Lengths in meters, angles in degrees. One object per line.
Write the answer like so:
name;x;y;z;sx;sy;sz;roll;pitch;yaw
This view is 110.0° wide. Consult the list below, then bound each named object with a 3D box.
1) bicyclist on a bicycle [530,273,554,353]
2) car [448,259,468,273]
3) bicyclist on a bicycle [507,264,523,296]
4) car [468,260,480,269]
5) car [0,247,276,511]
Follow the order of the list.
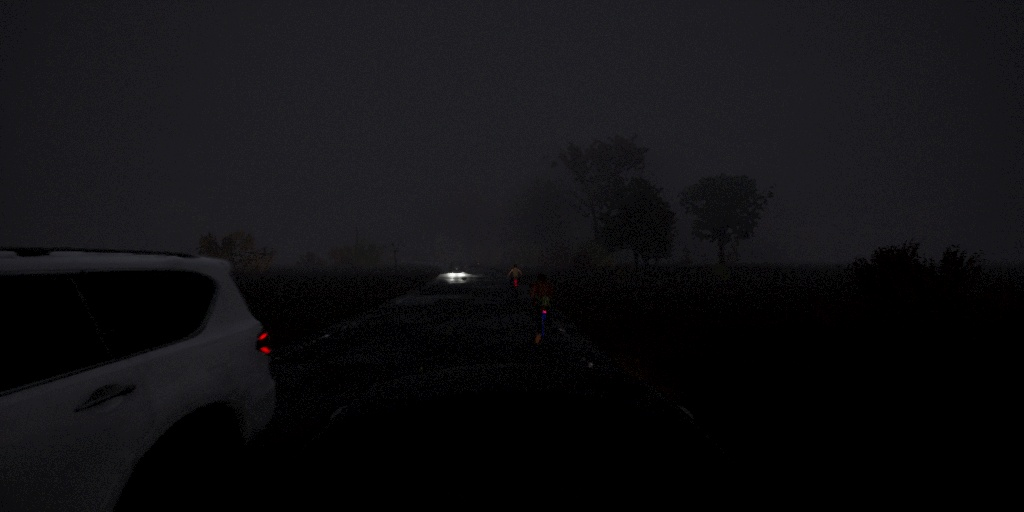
bicyclist on a bicycle;0.681;1.203;7.869;0.582;1.620;1.656;0;0;-2
car;-6.910;1.259;44.597;2.128;1.511;4.902;0;0;-10
bicyclist on a bicycle;0.158;1.189;18.160;0.866;1.612;1.509;0;0;-3
car;-6.481;1.324;58.876;2.033;1.411;5.357;0;0;-13
car;-3.131;0.972;0.839;2.150;2.045;5.566;0;0;0
